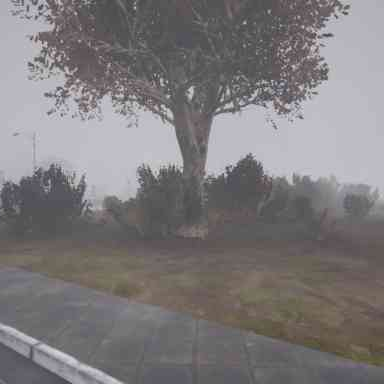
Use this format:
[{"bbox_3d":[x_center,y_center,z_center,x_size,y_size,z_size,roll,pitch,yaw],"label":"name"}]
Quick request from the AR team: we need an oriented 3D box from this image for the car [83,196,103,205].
[{"bbox_3d":[-14.887,1.385,50.492,1.812,1.442,4.674,0,0,34],"label":"car"}]

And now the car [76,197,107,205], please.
[{"bbox_3d":[-16.441,1.444,54.481,1.895,1.301,4.718,0,0,34],"label":"car"}]
